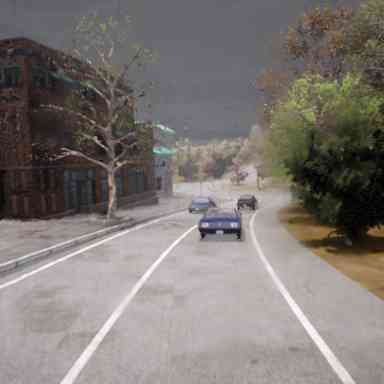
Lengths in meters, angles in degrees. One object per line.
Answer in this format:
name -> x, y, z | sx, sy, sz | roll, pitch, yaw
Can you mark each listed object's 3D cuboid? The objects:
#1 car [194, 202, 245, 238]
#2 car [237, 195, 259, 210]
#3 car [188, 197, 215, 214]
car -> 1.501, 1.387, 16.199 | 1.895, 1.301, 4.718 | -1, 1, 9
car -> 5.968, 1.064, 35.330 | 1.837, 1.490, 4.892 | 0, 0, 18
car -> 1.029, 1.156, 30.137 | 1.812, 1.442, 4.674 | 0, 1, 15
